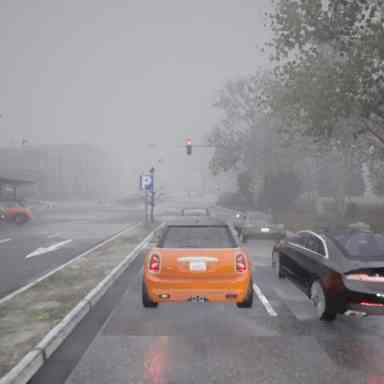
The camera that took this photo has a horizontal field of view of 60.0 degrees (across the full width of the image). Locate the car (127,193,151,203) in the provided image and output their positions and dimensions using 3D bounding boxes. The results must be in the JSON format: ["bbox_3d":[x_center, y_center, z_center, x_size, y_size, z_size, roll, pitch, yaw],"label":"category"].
[{"bbox_3d":[-10.767,1.167,66.970,4.553,1.767,2.185,-1,0,-14],"label":"car"}]

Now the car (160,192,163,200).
[{"bbox_3d":[-9.709,1.327,75.978,4.674,1.452,2.002,-1,0,-13],"label":"car"}]

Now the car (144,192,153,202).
[{"bbox_3d":[-10.858,1.288,64.018,5.366,1.575,1.946,-1,0,-15],"label":"car"}]

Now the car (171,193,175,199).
[{"bbox_3d":[-8.083,1.028,87.969,5.566,2.045,2.435,-1,0,-12],"label":"car"}]

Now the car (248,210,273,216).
[{"bbox_3d":[3.145,1.581,16.157,1.994,1.385,4.181,0,0,1],"label":"car"}]

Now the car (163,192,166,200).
[{"bbox_3d":[-9.340,1.326,78.980,4.674,1.452,2.002,-1,0,-13],"label":"car"}]

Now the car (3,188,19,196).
[{"bbox_3d":[-28.213,0.114,51.878,2.002,1.452,4.674,6,-3,-19],"label":"car"}]

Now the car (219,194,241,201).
[{"bbox_3d":[9.019,1.265,78.378,4.674,1.452,2.002,1,0,-12],"label":"car"}]

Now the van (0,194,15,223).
[{"bbox_3d":[-13.621,1.288,20.240,4.442,1.987,1.878,-1,0,-20],"label":"van"}]

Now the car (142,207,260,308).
[{"bbox_3d":[0.104,1.360,8.121,2.097,1.767,4.553,0,0,0],"label":"car"}]

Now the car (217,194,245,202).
[{"bbox_3d":[8.139,1.234,69.601,5.366,1.575,1.946,1,0,-13],"label":"car"}]

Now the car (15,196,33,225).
[{"bbox_3d":[-13.649,1.393,23.217,4.553,1.767,2.185,-1,0,-19],"label":"car"}]

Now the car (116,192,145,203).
[{"bbox_3d":[-11.500,1.332,61.026,4.792,1.488,2.163,-1,0,-15],"label":"car"}]

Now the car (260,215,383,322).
[{"bbox_3d":[3.103,1.498,7.229,2.128,1.511,4.902,0,0,0],"label":"car"}]

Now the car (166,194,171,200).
[{"bbox_3d":[-8.530,1.321,84.963,4.674,1.452,2.002,-1,0,-12],"label":"car"}]

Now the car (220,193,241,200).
[{"bbox_3d":[9.383,1.095,81.308,4.553,1.767,2.185,1,0,-12],"label":"car"}]

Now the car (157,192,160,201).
[{"bbox_3d":[-10.079,1.291,72.982,4.892,1.521,2.231,-1,0,-14],"label":"car"}]

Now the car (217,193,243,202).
[{"bbox_3d":[7.606,1.113,66.607,4.553,1.767,2.185,1,0,-14],"label":"car"}]

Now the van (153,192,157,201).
[{"bbox_3d":[-10.305,1.063,70.011,4.442,1.987,1.878,-1,0,-14],"label":"van"}]

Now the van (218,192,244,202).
[{"bbox_3d":[7.225,1.016,63.637,4.442,1.987,1.878,1,0,-14],"label":"van"}]

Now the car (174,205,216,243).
[{"bbox_3d":[0.155,1.524,17.207,1.837,1.490,4.892,0,0,1],"label":"car"}]
